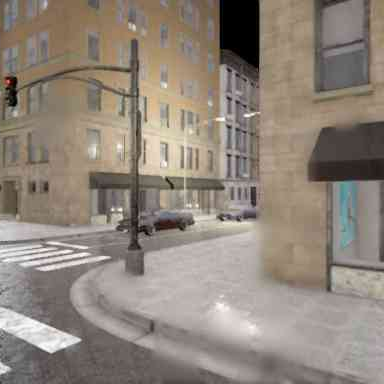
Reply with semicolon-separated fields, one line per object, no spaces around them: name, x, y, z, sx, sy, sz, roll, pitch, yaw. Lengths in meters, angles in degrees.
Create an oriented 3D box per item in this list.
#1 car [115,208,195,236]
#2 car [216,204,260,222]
car;-1.928;1.630;19.444;2.033;1.411;5.357;0;0;35
car;4.079;1.688;27.893;2.033;1.411;5.357;0;0;36
